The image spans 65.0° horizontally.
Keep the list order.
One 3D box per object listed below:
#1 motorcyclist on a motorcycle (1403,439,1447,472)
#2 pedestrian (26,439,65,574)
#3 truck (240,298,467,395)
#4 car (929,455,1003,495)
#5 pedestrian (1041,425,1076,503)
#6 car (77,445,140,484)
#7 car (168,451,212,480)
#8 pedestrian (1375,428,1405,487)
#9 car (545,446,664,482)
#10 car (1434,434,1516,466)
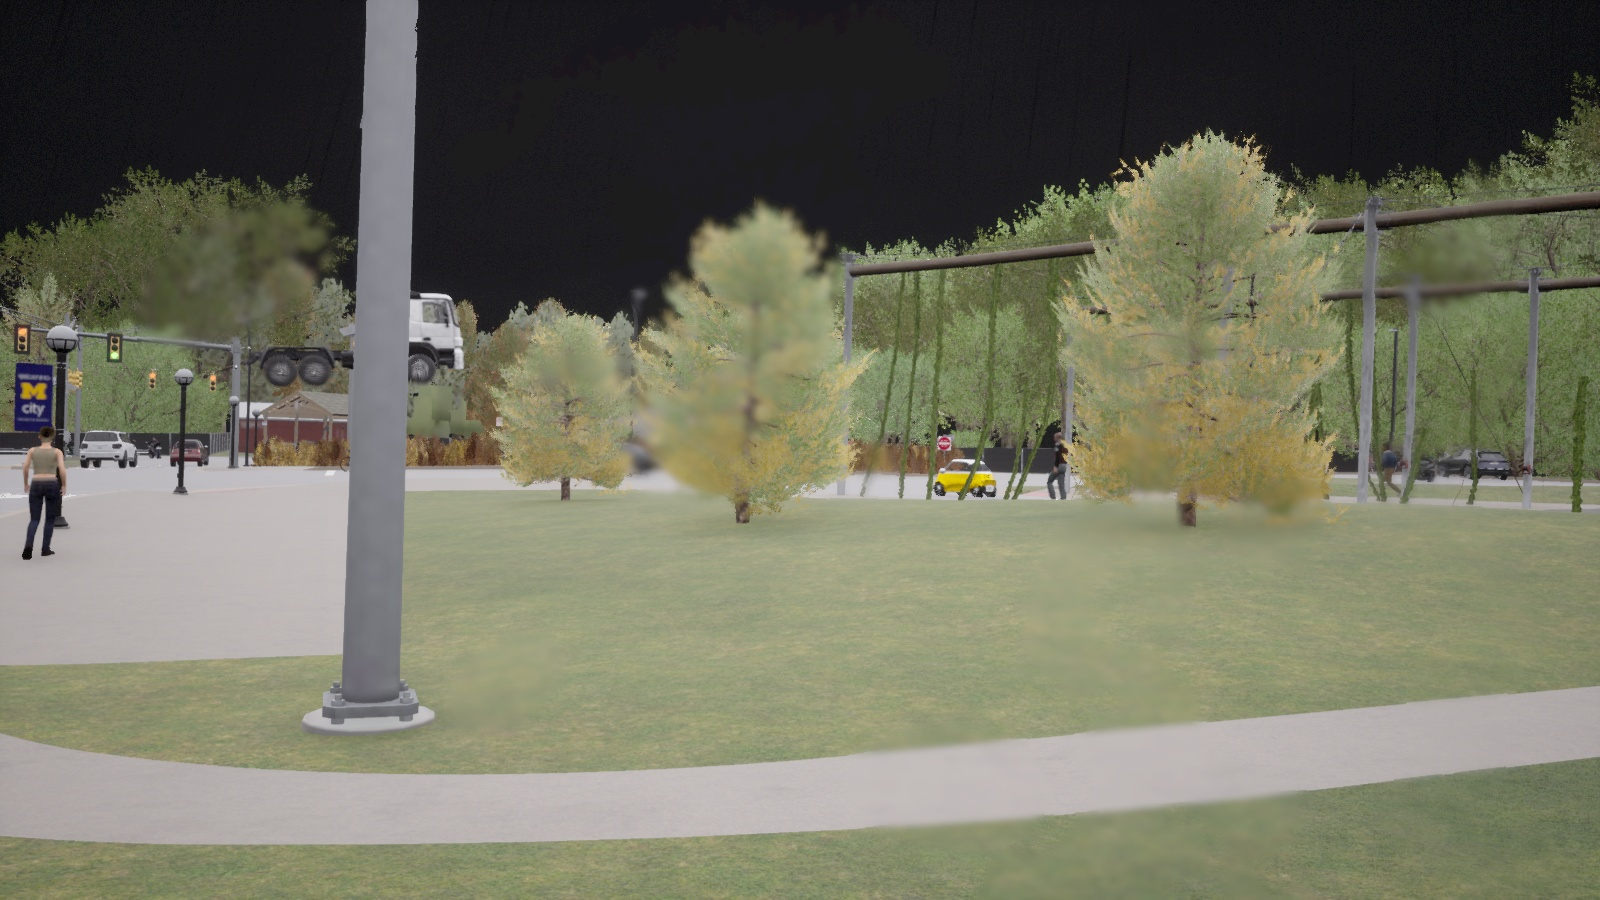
[{"bbox_3d":[29.869,0.265,59.988,2.191,1.530,0.866,-1,0,-33],"label":"motorcyclist on a motorcycle"},{"bbox_3d":[-10.444,0.766,17.385,0.345,1.836,0.594,1,0,-20],"label":"pedestrian"},{"bbox_3d":[-17.330,-4.058,48.912,7.936,3.462,2.891,-4,4,-22],"label":"truck"},{"bbox_3d":[6.013,0.885,45.477,1.481,1.376,2.207,0,0,-43],"label":"car"},{"bbox_3d":[6.227,0.327,30.258,0.720,1.854,0.376,1,1,43],"label":"pedestrian"},{"bbox_3d":[-38.541,0.799,70.136,2.150,2.045,5.566,-1,0,-19],"label":"car"},{"bbox_3d":[-36.865,0.900,75.985,1.851,1.617,3.988,-1,1,-19],"label":"car"},{"bbox_3d":[19.475,0.240,41.461,0.788,1.949,0.423,1,1,43],"label":"pedestrian"},{"bbox_3d":[-8.696,0.613,56.069,4.892,1.490,1.837,1,0,11],"label":"car"},{"bbox_3d":[36.450,-0.019,67.929,2.033,1.649,4.856,0,0,3],"label":"car"}]
